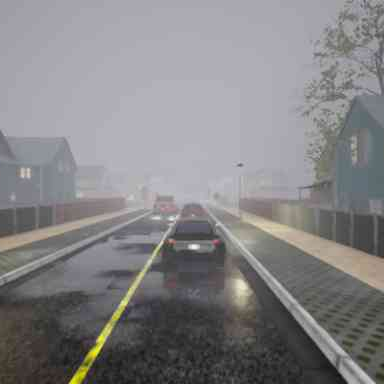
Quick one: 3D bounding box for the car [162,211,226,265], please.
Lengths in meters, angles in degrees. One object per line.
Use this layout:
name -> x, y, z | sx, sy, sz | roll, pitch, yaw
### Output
car -> 0.074, 1.575, 11.689 | 1.994, 1.385, 4.181 | 0, 0, 0

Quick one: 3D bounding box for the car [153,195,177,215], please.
car -> -2.807, 1.340, 35.150 | 2.150, 2.045, 5.566 | 0, -1, 0

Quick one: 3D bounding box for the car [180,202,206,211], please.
car -> 0.072, 1.554, 26.312 | 1.882, 1.535, 5.008 | 0, 0, 0
